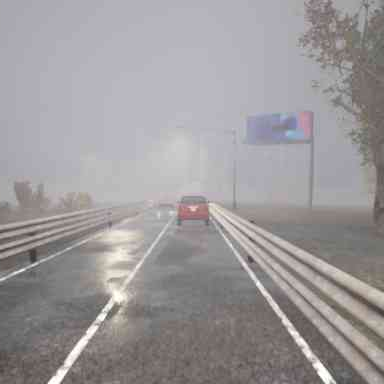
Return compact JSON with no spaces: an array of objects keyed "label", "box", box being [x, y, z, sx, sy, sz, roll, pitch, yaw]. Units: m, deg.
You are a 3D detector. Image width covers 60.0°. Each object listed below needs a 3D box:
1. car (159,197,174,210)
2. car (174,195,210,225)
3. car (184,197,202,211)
[{"label":"car","box":[-3.263,1.379,43.805,1.882,1.535,5.008,0,0,0]},{"label":"car","box":[0.108,1.212,23.926,2.150,2.045,5.566,0,0,0]},{"label":"car","box":[0.086,1.474,42.531,2.128,1.511,4.902,0,0,0]}]
